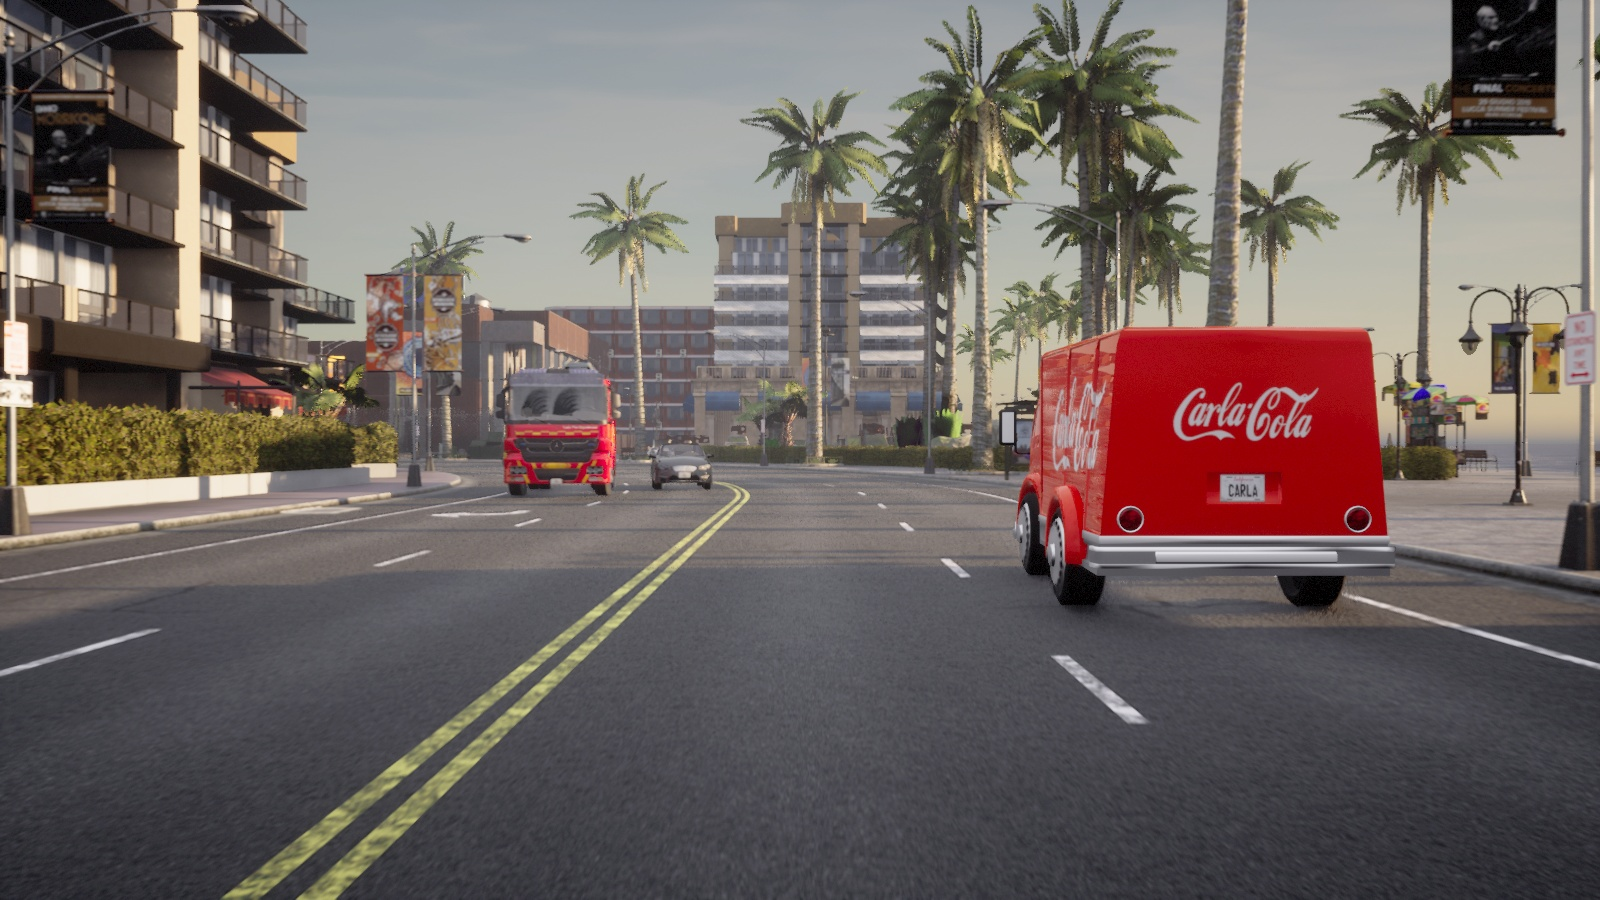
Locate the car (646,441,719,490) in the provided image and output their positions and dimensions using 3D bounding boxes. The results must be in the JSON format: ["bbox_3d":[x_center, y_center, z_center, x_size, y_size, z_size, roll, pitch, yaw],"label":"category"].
[{"bbox_3d":[-3.936,0.467,41.283,2.128,1.511,4.902,0,0,-8],"label":"car"}]

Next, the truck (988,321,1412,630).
[{"bbox_3d":[3.587,0.191,12.640,2.627,2.467,5.204,0,0,0],"label":"truck"}]

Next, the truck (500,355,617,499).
[{"bbox_3d":[-7.067,-0.637,37.805,2.891,3.827,8.468,0,0,-7],"label":"truck"}]
